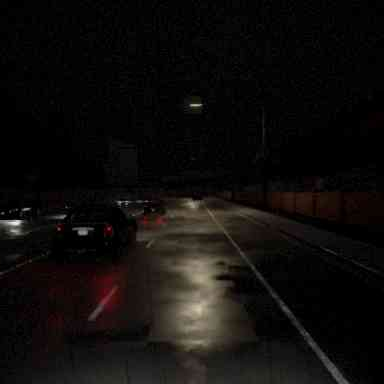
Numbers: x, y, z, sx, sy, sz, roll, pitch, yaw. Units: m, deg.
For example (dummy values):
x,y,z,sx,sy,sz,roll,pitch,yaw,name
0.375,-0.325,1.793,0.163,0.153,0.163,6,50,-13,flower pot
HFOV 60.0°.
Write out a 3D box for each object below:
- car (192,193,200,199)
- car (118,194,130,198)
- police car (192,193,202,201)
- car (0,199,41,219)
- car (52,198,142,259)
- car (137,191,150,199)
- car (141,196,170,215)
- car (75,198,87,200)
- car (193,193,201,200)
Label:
x,y,z,sx,sy,sz,roll,pitch,yaw,name
1.061,1.026,84.988,1.837,1.490,4.892,0,0,-2,car
-13.935,1.125,68.715,1.812,1.442,4.674,0,0,0,car
1.115,1.032,68.871,1.930,1.638,5.238,0,0,0,police car
-14.071,1.348,27.183,1.837,1.490,4.892,0,0,0,car
-3.387,1.280,12.459,2.097,1.767,4.553,0,0,0,car
-10.431,0.766,72.467,2.150,2.045,5.566,0,0,0,car
-3.369,1.347,31.101,1.812,1.442,4.674,0,0,0,car
-10.562,1.320,32.152,1.837,1.490,4.892,0,0,0,car
1.125,1.005,78.955,1.801,1.575,5.366,0,0,0,car
